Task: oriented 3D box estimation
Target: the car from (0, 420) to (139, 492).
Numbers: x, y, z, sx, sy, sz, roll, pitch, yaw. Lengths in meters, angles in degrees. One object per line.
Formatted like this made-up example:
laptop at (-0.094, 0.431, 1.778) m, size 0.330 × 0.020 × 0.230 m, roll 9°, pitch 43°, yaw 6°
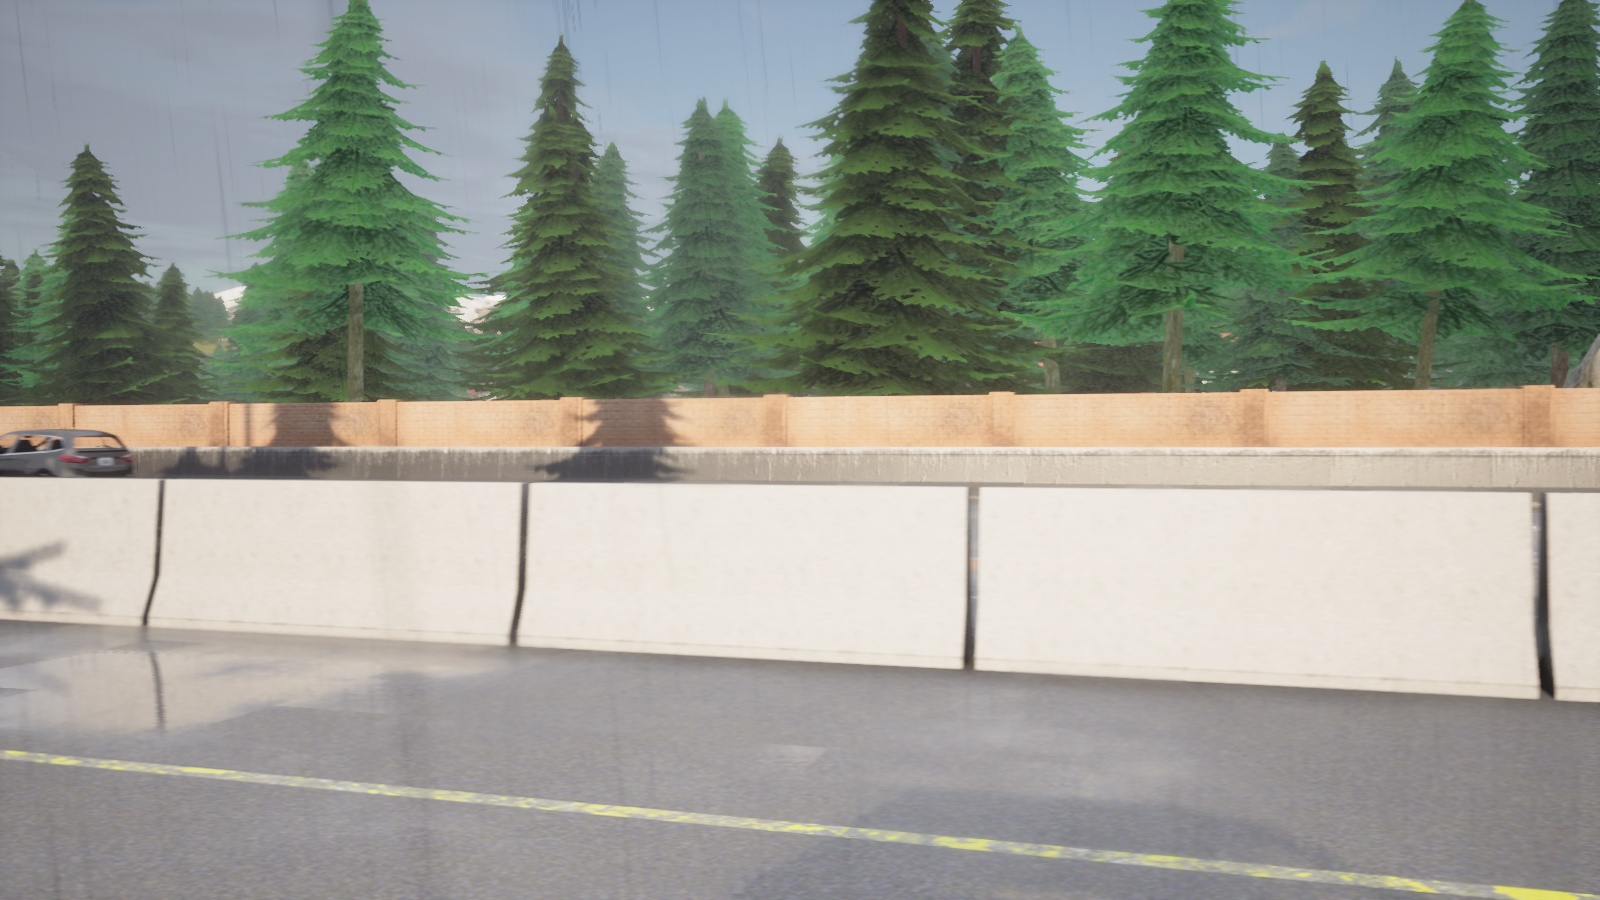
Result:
car at (-18.980, 0.114, 30.849) m, size 4.611 × 1.667 × 2.242 m, roll 1°, pitch 1°, yaw 17°
